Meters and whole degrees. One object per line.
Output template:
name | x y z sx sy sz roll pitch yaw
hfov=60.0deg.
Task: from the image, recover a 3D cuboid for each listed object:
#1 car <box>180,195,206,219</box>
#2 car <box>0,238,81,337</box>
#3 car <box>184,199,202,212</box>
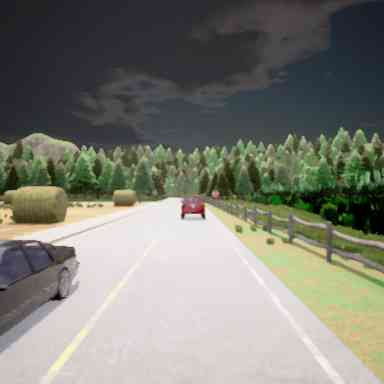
car | 0.110 1.334 30.615 2.150 2.045 5.566 0 0 0
car | -3.584 1.567 5.700 2.033 1.411 5.357 0 0 0
car | 0.111 1.647 42.143 2.128 1.511 4.902 0 0 0
